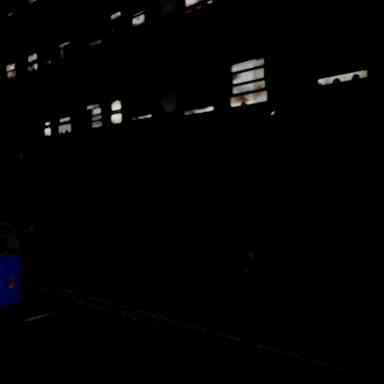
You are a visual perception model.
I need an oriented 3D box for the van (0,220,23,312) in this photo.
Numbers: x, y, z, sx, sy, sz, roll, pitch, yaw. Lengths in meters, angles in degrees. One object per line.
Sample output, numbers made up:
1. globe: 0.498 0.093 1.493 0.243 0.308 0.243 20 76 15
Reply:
1. van: -4.928 1.349 6.399 3.998 1.788 1.690 0 0 36
